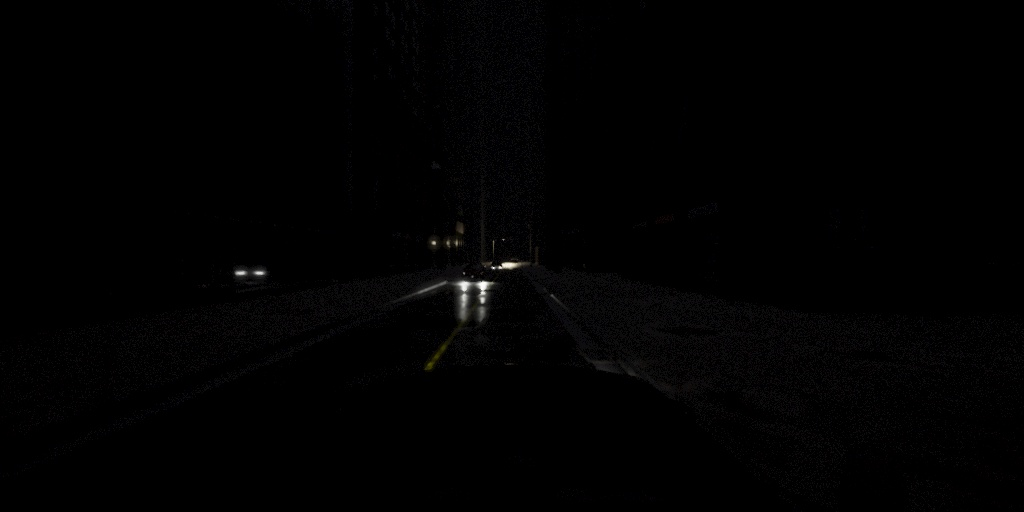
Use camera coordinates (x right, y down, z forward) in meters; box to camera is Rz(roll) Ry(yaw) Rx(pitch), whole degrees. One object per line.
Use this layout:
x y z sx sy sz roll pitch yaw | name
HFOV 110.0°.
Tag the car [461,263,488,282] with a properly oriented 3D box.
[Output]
-3.091 1.347 30.361 1.812 1.442 4.674 0 0 0 | car
